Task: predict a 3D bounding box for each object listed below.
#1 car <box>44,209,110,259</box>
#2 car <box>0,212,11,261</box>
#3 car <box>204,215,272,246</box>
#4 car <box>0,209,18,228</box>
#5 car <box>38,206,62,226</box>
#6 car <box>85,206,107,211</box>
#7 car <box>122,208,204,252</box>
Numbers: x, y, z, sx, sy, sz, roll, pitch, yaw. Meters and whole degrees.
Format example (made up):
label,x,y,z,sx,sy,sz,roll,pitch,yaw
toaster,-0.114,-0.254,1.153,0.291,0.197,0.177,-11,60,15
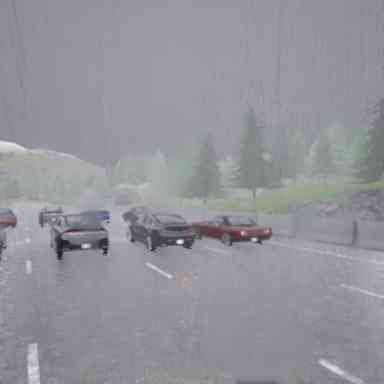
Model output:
label,x,y,z,sx,sy,sz,roll,pitch,yaw
car,-4.660,1.659,13.532,2.128,1.511,4.902,0,-1,-26
car,-7.973,1.677,12.338,1.812,1.442,4.674,0,-1,-26
car,1.729,1.804,16.400,1.895,1.301,4.718,0,-1,-26
car,-14.490,1.966,25.428,1.994,1.385,4.181,0,-1,-26
car,-11.359,1.915,26.986,2.128,1.511,4.902,0,-1,-26
car,-8.554,1.934,29.216,1.882,1.535,5.008,0,-1,-26
car,-1.526,1.694,15.091,1.837,1.490,4.892,0,0,-26
